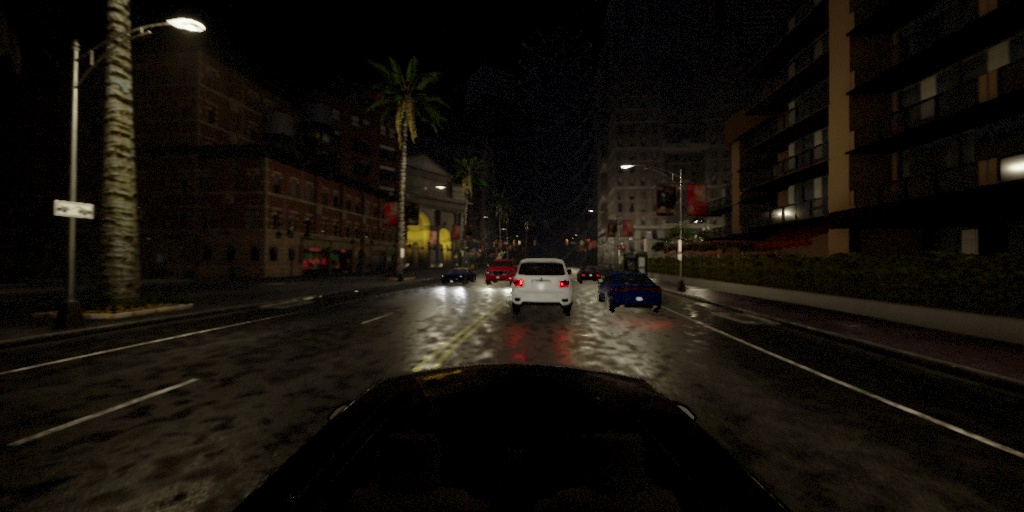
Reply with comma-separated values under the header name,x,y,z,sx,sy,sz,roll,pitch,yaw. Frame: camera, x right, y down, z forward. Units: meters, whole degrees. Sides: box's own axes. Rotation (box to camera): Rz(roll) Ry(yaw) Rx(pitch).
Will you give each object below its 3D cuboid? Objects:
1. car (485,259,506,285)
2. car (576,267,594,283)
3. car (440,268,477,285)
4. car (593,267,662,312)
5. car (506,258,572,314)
name,x,y,z,sx,sy,sz,roll,pitch,yaw
car,-0.709,1.274,29.379,2.150,2.045,5.566,0,-1,7
car,6.808,1.680,32.194,2.033,1.411,5.357,0,-1,6
car,-4.270,1.625,29.149,1.895,1.301,4.718,0,-1,7
car,4.856,1.412,15.389,1.882,1.535,5.008,0,0,6
car,1.256,1.123,14.730,2.150,2.045,5.566,0,-1,6
